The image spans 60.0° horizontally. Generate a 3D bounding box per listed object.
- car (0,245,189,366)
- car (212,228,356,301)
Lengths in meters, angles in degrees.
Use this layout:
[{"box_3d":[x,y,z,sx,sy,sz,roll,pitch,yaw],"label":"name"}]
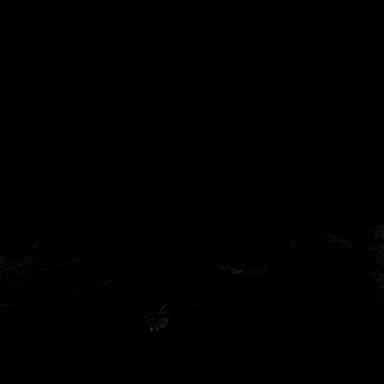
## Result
[{"box_3d":[-2.050,1.565,5.075,4.313,1.339,1.947,0,0,-35],"label":"car"},{"box_3d":[2.430,1.580,8.268,4.206,1.307,1.802,0,0,-35],"label":"car"}]
